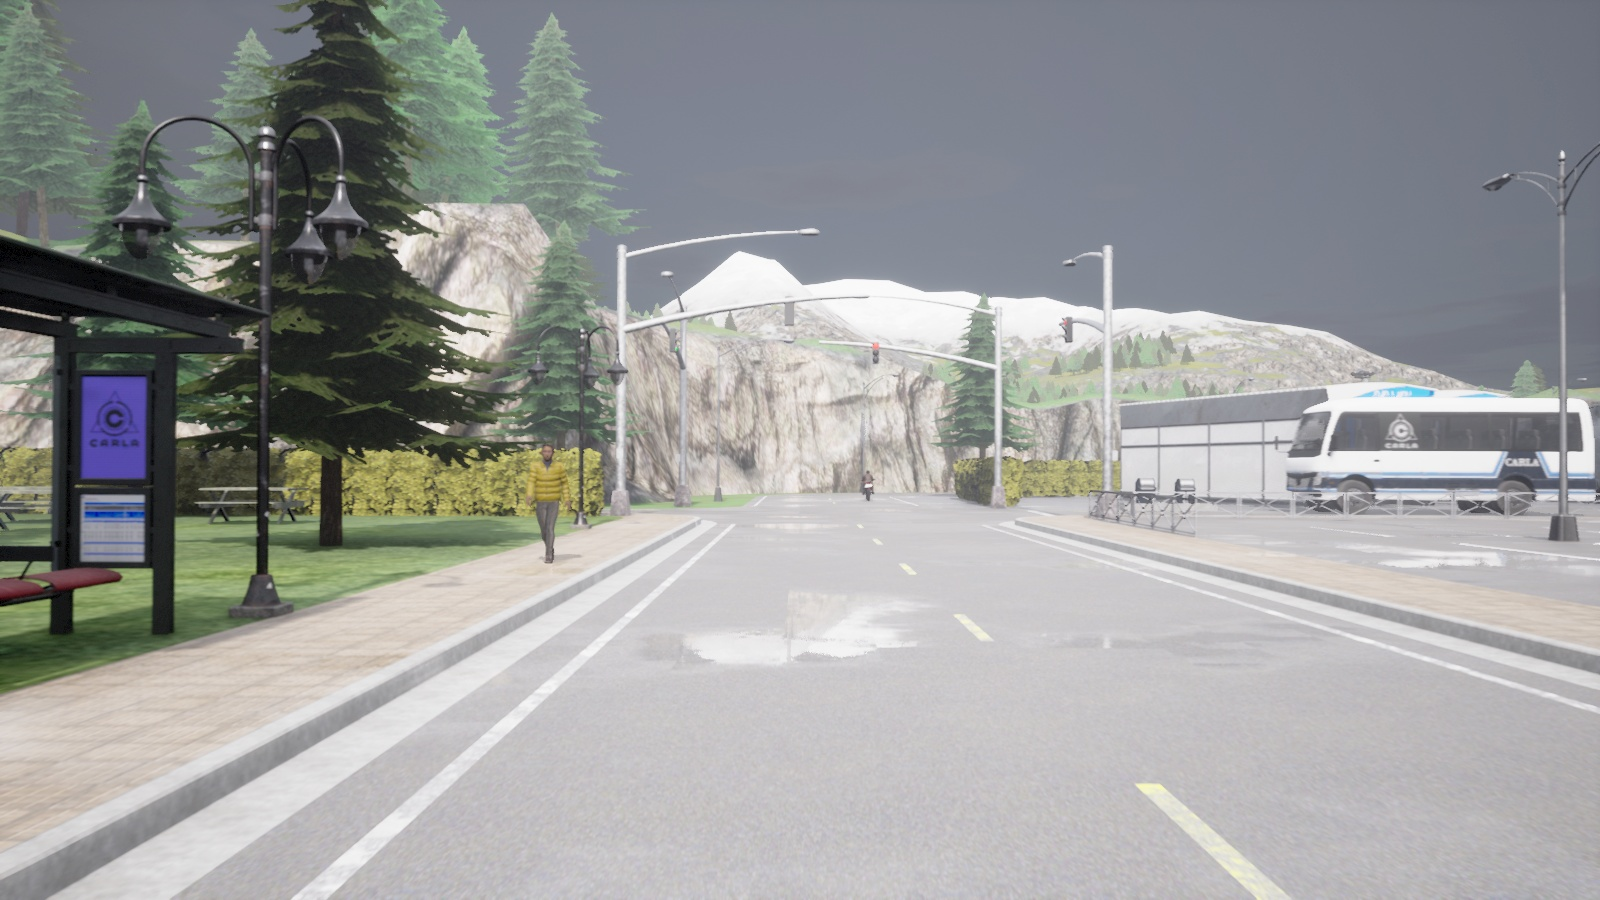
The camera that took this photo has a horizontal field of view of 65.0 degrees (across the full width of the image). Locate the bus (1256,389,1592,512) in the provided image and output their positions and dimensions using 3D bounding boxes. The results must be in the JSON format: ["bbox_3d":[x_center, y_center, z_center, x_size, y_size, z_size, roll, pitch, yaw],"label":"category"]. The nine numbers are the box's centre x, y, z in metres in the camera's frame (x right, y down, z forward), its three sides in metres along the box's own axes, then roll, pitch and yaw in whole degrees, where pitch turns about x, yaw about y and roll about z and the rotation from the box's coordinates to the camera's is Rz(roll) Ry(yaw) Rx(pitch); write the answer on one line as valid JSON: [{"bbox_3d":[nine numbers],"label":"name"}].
[{"bbox_3d":[22.588,0.045,45.990,10.273,4.253,3.944,0,-1,1],"label":"bus"}]

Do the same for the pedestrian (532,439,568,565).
[{"bbox_3d":[-3.709,0.766,18.663,0.431,1.840,0.709,0,-1,-2],"label":"pedestrian"}]
